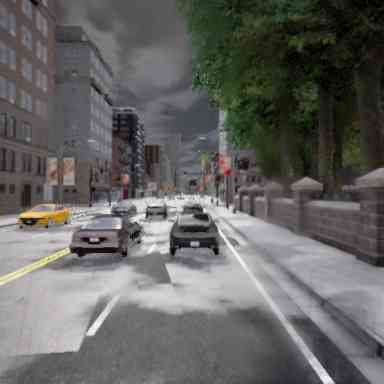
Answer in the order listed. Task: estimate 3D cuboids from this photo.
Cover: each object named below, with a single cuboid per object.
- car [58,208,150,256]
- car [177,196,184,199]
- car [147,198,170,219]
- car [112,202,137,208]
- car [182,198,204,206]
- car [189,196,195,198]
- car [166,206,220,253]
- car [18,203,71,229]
[{"bbox_3d":[-3.152,1.598,13.247,2.033,1.411,5.357,0,0,0],"label":"car"},{"bbox_3d":[-3.250,1.680,94.631,1.812,1.442,4.674,0,0,0],"label":"car"},{"bbox_3d":[-3.151,1.608,30.781,2.128,1.511,4.902,0,0,0],"label":"car"},{"bbox_3d":[-6.576,1.672,32.744,2.033,1.411,5.357,0,0,0],"label":"car"},{"bbox_3d":[0.099,1.621,30.816,1.837,1.490,4.892,0,0,0],"label":"car"},{"bbox_3d":[0.000,1.663,94.214,1.812,1.442,4.674,0,0,0],"label":"car"},{"bbox_3d":[0.098,1.557,13.866,1.837,1.490,4.892,0,0,0],"label":"car"},{"bbox_3d":[-9.848,1.563,22.591,1.882,1.535,5.008,0,0,0],"label":"car"}]
